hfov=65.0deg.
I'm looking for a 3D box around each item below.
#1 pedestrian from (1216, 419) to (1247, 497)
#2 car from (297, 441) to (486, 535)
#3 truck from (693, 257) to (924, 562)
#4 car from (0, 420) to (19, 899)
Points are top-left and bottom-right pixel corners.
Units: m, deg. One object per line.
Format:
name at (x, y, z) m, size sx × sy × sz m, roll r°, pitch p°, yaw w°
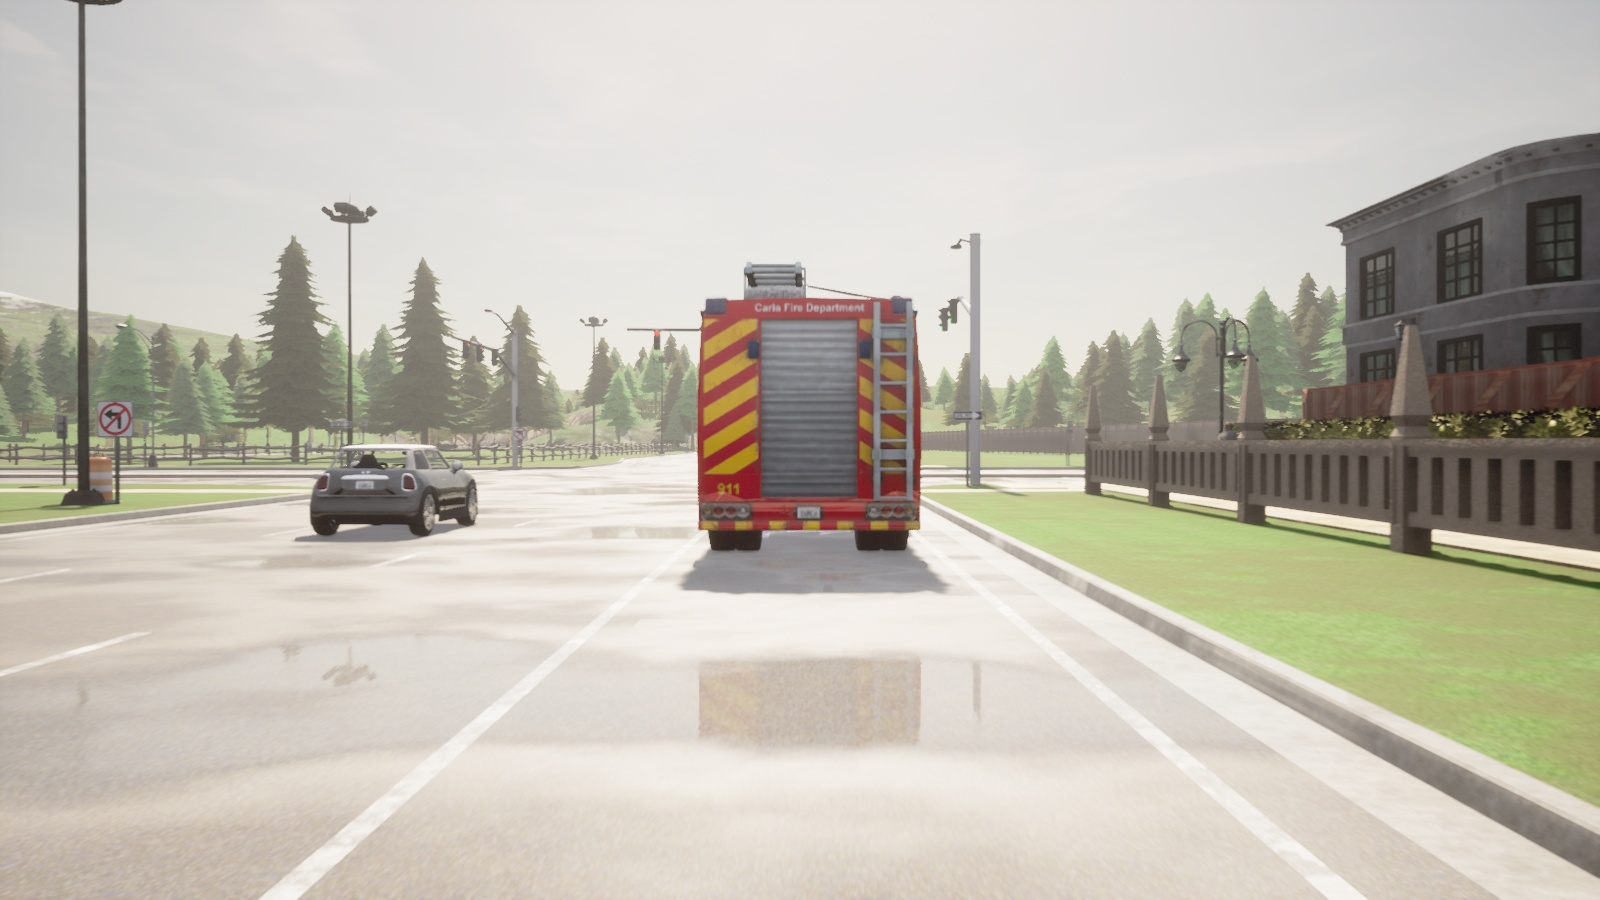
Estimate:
pedestrian at (10.403, 0.193, 30.296) m, size 0.540 × 1.848 × 0.694 m, roll 0°, pitch 0°, yaw 3°
car at (-6.862, 0.585, 21.542) m, size 1.970 × 1.475 × 3.806 m, roll 0°, pitch 0°, yaw 0°
truck at (0.130, -0.531, 20.016) m, size 2.891 × 3.827 × 8.468 m, roll 0°, pitch 0°, yaw 0°
car at (-3.475, 0.681, 1.697) m, size 2.007 × 1.525 × 4.514 m, roll 0°, pitch 0°, yaw 0°
